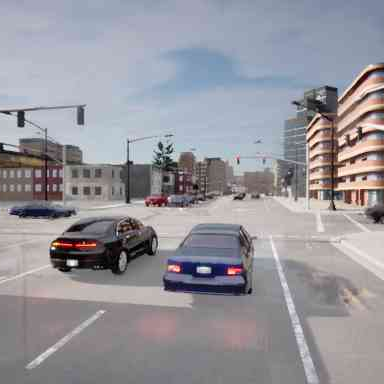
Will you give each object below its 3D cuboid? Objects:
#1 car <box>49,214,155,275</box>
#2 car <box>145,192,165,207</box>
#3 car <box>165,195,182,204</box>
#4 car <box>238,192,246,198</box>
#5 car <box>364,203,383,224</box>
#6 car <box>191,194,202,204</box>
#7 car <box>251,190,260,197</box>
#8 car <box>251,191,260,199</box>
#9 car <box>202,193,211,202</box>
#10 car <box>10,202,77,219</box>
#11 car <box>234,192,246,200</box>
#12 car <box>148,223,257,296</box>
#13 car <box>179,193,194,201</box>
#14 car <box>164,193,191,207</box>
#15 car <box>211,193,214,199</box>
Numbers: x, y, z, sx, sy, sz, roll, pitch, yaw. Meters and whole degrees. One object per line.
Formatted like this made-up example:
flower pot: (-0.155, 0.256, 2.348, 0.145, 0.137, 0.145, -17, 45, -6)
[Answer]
car: (-2.509, 1.505, 10.604, 1.837, 1.490, 4.892, 0, 0, 11)
car: (-5.152, 1.080, 49.265, 2.150, 2.045, 5.566, 0, 1, 11)
car: (-3.249, 1.238, 58.822, 1.812, 1.442, 4.674, 0, 1, 12)
car: (12.947, 0.753, 86.377, 1.994, 1.385, 4.181, 0, 1, 11)
car: (14.869, 1.506, 23.504, 4.892, 1.490, 1.837, 0, 0, 10)
car: (-0.184, 1.235, 56.299, 2.128, 1.511, 4.902, 0, 1, 11)
car: (16.351, 0.464, 85.546, 2.097, 1.767, 4.553, 0, 1, 11)
car: (14.347, 0.881, 75.342, 2.128, 1.511, 4.902, 0, 1, 11)
car: (1.770, 1.119, 65.949, 2.033, 1.411, 5.357, 0, 1, 12)
car: (-12.646, 1.547, 28.341, 5.357, 1.411, 2.033, 0, 0, 10)
car: (10.027, 1.047, 71.340, 1.895, 1.301, 4.718, 0, 1, 11)
car: (0.708, 1.547, 8.860, 2.033, 1.411, 5.357, 0, 0, 11)
car: (-1.127, 1.073, 69.196, 2.033, 1.411, 5.357, 0, 1, 11)
car: (-1.944, 1.223, 47.389, 2.097, 1.767, 4.553, 0, 1, 11)
car: (3.813, 0.862, 76.189, 1.882, 1.535, 5.008, 0, 1, 11)
